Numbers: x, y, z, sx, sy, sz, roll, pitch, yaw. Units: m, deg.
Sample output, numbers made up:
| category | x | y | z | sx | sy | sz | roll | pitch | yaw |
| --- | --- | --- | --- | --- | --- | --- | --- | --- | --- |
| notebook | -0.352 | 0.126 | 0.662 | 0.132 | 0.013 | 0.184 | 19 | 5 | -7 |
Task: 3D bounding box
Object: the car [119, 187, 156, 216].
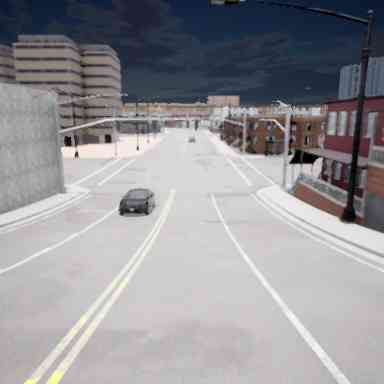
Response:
| category | x | y | z | sx | sy | sz | roll | pitch | yaw |
| --- | --- | --- | --- | --- | --- | --- | --- | --- | --- |
| car | -3.553 | 0.513 | 22.223 | 1.882 | 1.535 | 5.008 | 0 | 7 | 1 |
